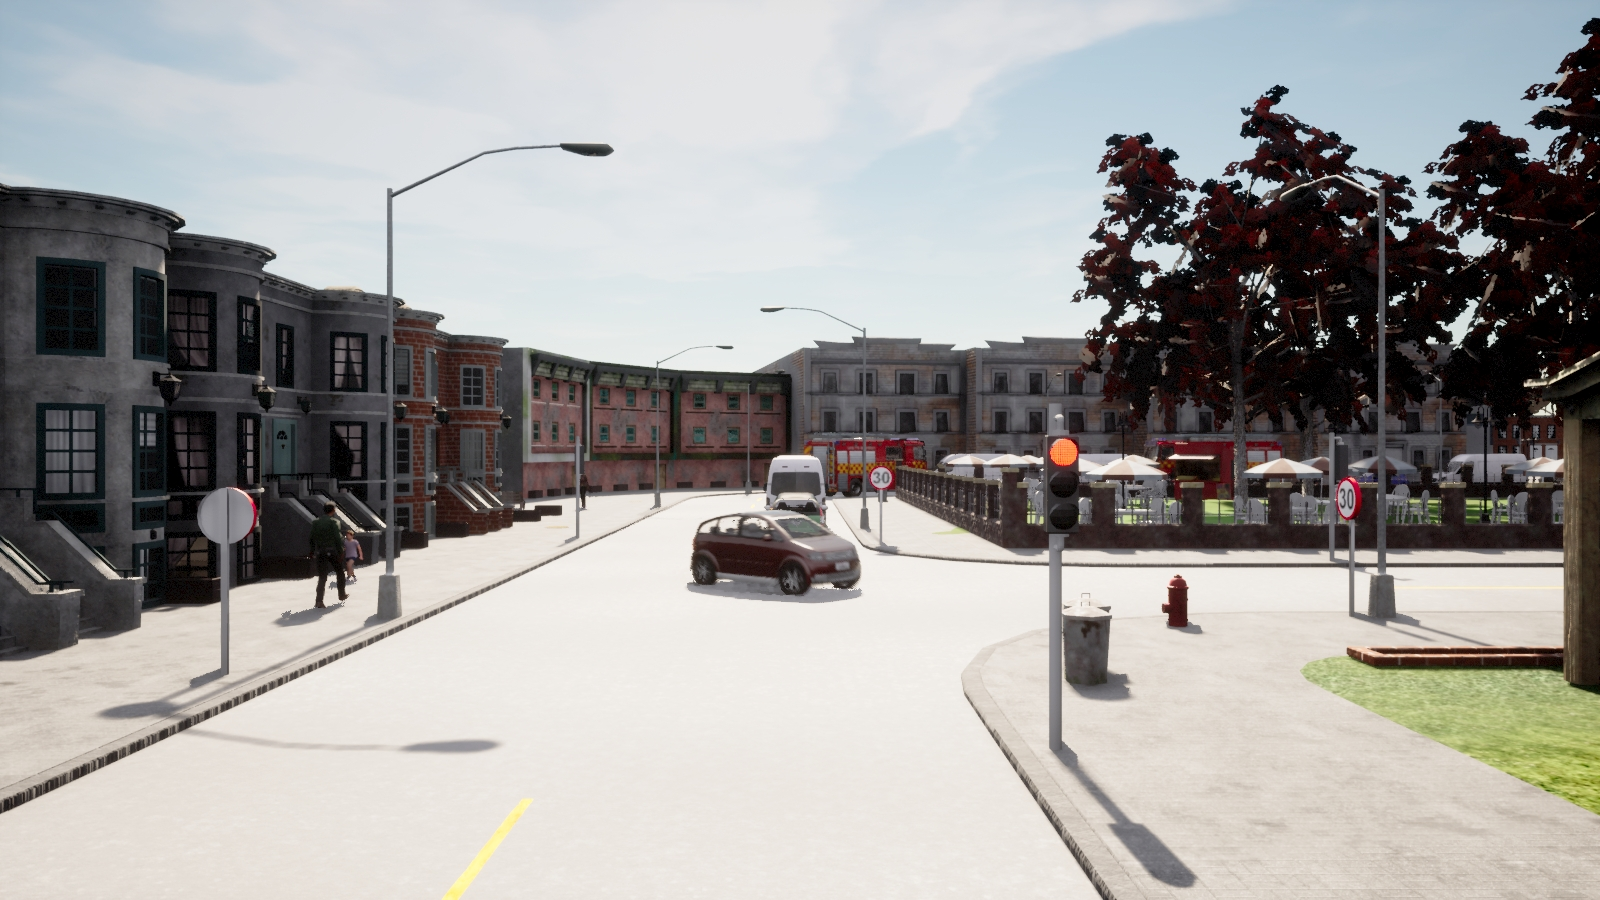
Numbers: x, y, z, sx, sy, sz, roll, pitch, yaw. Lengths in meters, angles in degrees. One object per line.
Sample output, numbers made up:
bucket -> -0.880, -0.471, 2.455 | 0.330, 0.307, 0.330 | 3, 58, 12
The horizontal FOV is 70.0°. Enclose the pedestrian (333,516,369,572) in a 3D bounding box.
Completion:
pedestrian -> -9.158, 1.904, 23.293 | 0.500, 1.100, 0.500 | 0, 0, 9

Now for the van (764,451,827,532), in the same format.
van -> -0.147, 1.315, 39.074 | 1.988, 2.561, 5.915 | 0, 0, 0

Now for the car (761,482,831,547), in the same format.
car -> -0.119, 1.779, 32.373 | 1.851, 1.617, 3.988 | 0, 0, 0

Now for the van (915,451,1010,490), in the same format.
van -> 10.550, 1.314, 74.428 | 5.915, 2.561, 1.988 | 0, 0, 0

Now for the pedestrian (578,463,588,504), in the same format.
pedestrian -> -9.815, 1.525, 51.729 | 0.375, 1.860, 0.375 | 0, 0, 2

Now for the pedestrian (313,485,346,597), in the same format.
pedestrian -> -7.948, 1.524, 19.299 | 0.375, 1.860, 0.375 | 0, 0, 7

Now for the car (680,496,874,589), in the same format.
car -> -0.520, 1.806, 23.172 | 3.705, 1.549, 1.789 | 0, 1, 43

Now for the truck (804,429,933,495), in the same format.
truck -> 4.295, 0.672, 70.228 | 8.468, 3.827, 2.891 | 0, 0, -43
